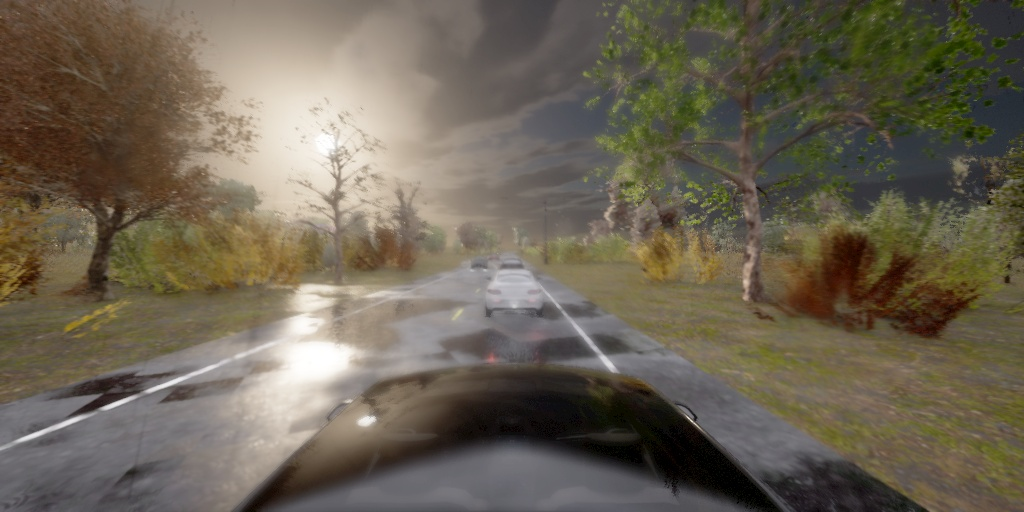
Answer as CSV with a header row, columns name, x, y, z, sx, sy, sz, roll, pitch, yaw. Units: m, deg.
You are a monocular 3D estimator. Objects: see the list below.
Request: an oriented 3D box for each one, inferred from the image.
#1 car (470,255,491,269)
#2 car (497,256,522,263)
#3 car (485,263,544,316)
name,x,y,z,sx,sy,sz,roll,pitch,yaw
car,-3.849,0.803,42.789,1.837,1.490,4.892,0,1,-2
car,0.016,0.943,28.410,1.882,1.535,5.008,0,1,0
car,0.072,1.160,12.595,1.812,1.442,4.674,0,1,0
